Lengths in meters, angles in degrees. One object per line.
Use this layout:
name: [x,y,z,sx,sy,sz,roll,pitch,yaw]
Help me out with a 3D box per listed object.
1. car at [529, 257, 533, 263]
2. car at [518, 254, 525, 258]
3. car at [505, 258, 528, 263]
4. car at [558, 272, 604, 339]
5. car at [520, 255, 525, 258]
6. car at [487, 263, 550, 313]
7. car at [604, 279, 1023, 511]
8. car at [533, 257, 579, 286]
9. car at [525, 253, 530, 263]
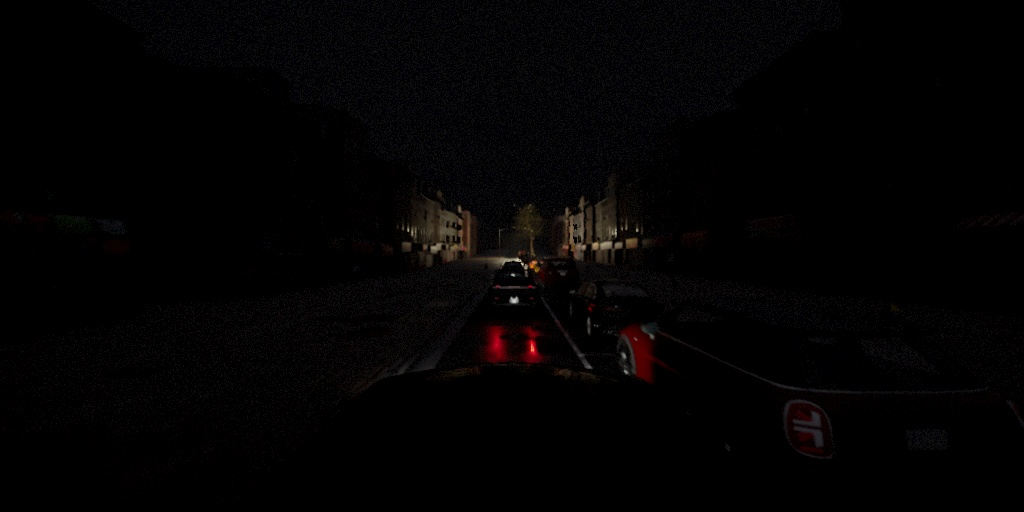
car: [3.001,1.025,35.378,1.801,1.575,5.366,0,1,0]
car: [2.595,0.683,65.367,1.802,1.307,4.207,0,0,0]
car: [0.068,1.134,29.205,1.837,1.490,4.892,0,1,0]
car: [2.632,1.290,9.776,2.007,1.370,4.403,0,0,0]
car: [2.602,0.854,54.246,1.888,1.381,4.507,0,0,0]
car: [0.078,1.217,13.925,2.128,1.511,4.902,0,0,0]
car: [2.635,1.188,4.217,1.967,1.591,4.097,0,0,0]
car: [2.624,1.006,20.893,2.192,1.841,5.009,0,0,0]
car: [2.960,0.840,42.155,2.097,1.767,4.553,0,1,0]
